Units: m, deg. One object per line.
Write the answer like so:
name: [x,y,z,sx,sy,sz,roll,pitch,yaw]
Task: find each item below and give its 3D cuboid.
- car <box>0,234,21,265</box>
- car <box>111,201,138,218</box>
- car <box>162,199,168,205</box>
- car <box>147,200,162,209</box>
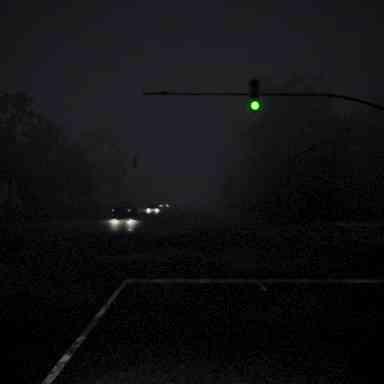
car: [-7.000,1.725,9.576,1.895,1.301,4.718,0,-1,0]
car: [-7.001,1.751,34.797,2.097,1.767,4.553,0,-1,0]
car: [-6.999,2.566,84.385,1.837,1.490,4.892,0,-1,0]
car: [-6.999,2.363,60.082,1.895,1.301,4.718,0,-1,0]
